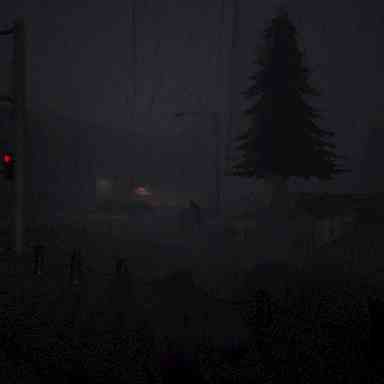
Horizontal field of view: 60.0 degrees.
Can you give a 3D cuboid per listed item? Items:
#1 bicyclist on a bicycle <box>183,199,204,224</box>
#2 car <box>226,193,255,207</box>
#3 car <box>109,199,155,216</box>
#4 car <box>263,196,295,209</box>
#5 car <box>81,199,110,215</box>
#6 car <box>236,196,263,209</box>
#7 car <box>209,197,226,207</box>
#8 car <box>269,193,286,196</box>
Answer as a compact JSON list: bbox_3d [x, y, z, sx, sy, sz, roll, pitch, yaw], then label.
[{"bbox_3d":[0.089,1.302,21.820,1.656,1.620,0.582,0,0,36],"label":"bicyclist on a bicycle"},{"bbox_3d":[8.055,1.217,51.583,2.150,2.045,5.566,0,0,36],"label":"car"},{"bbox_3d":[-5.613,1.566,32.707,1.994,1.385,4.181,0,0,36],"label":"car"},{"bbox_3d":[11.799,1.602,44.690,1.895,1.301,4.718,0,0,36],"label":"car"},{"bbox_3d":[-8.920,1.481,34.103,1.882,1.535,5.008,0,0,36],"label":"car"},{"bbox_3d":[8.356,1.566,45.915,1.994,1.385,4.181,0,0,37],"label":"car"},{"bbox_3d":[4.612,1.510,52.806,1.837,1.490,4.892,0,0,36],"label":"car"},{"bbox_3d":[14.111,1.223,54.010,2.150,2.045,5.566,0,0,36],"label":"car"}]
